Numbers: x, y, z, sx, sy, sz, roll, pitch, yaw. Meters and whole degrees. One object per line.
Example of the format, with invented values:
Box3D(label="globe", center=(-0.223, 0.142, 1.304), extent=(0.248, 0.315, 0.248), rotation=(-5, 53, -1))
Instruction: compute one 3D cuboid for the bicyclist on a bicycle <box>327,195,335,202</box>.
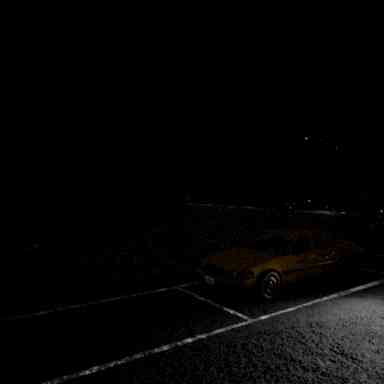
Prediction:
Box3D(label="bicyclist on a bicycle", center=(16.282, 1.158, 38.904), extent=(1.656, 1.620, 0.582), rotation=(0, 0, -34))

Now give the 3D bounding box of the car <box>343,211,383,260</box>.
Box3D(label="car", center=(7.105, 1.547, 11.641), extent=(4.507, 1.381, 1.887), rotation=(0, 1, -35))

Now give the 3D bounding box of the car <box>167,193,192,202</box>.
Box3D(label="car", center=(-2.348, 1.056, 60.698), extent=(2.128, 1.511, 4.902), rotation=(1, 0, -34))

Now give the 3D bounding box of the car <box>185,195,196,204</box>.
Box3D(label="car", center=(-1.283, 1.192, 53.556), extent=(1.895, 1.301, 4.718), rotation=(1, 0, -34))

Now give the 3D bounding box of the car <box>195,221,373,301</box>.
Box3D(label="car", center=(2.345, 1.526, 8.337), extent=(4.829, 1.417, 1.752), rotation=(0, 1, -35))

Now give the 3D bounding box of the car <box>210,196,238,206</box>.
Box3D(label="car", center=(4.313, 1.247, 45.347), extent=(1.994, 1.385, 4.181), rotation=(1, 0, -34))

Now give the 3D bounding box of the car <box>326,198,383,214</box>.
Box3D(label="car", center=(14.675, 1.342, 30.209), extent=(2.128, 1.511, 4.902), rotation=(1, 0, -34))

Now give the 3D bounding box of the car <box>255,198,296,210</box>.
Box3D(label="car", center=(9.437, 1.367, 37.854), extent=(1.895, 1.301, 4.718), rotation=(1, 0, -34))
